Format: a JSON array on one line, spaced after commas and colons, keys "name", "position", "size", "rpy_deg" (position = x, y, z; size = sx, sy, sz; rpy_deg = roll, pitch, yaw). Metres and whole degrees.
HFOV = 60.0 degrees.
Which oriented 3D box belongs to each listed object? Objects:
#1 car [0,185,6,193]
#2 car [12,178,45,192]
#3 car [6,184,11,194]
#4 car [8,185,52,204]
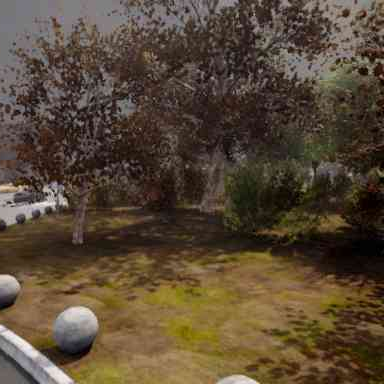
[{"name": "car", "position": [-27.890, -0.294, 44.486], "size": [1.946, 1.575, 5.366], "rpy_deg": [0, 3, 3]}, {"name": "car", "position": [-27.267, -1.227, 55.766], "size": [2.435, 2.045, 5.566], "rpy_deg": [0, 3, 3]}, {"name": "car", "position": [-27.588, -0.628, 49.992], "size": [1.946, 1.575, 5.366], "rpy_deg": [0, 3, 3]}, {"name": "car", "position": [-16.498, 0.374, 34.467], "size": [1.837, 1.490, 4.892], "rpy_deg": [0, 3, 1]}]
